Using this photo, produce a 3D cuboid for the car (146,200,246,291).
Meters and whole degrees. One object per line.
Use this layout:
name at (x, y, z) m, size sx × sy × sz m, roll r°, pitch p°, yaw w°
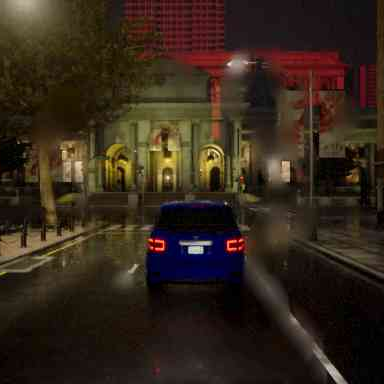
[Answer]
car at (0.106, 1.221, 9.130) m, size 2.150 × 2.045 × 5.566 m, roll 0°, pitch 0°, yaw 1°
